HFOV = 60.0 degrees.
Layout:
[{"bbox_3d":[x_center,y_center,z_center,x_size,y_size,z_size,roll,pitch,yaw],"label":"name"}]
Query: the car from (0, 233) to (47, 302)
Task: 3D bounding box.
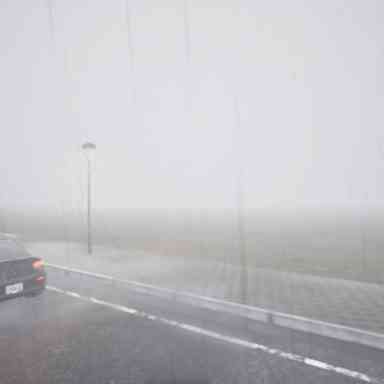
[{"bbox_3d":[-5.065,1.599,7.370,4.674,1.442,1.812,-1,0,36],"label":"car"}]
